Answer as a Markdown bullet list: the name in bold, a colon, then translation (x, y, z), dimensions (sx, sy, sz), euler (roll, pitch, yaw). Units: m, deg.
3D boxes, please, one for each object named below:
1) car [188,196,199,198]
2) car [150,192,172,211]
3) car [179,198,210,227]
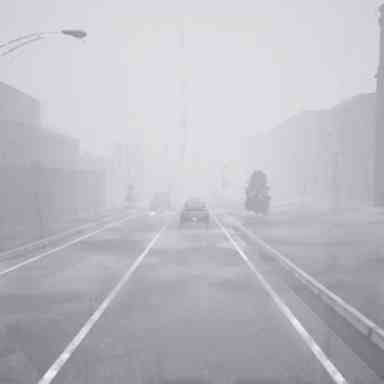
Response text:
- **car**: translation (0.204, 1.242, 42.414), dimensions (2.128, 1.511, 4.902), euler (0, 0, 0)
- **car**: translation (-3.437, 0.999, 37.974), dimensions (2.150, 2.045, 5.566), euler (0, 0, 0)
- **car**: translation (0.173, 1.378, 22.037), dimensions (2.128, 1.511, 4.902), euler (0, 0, 0)
